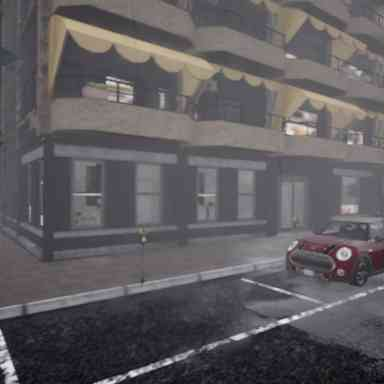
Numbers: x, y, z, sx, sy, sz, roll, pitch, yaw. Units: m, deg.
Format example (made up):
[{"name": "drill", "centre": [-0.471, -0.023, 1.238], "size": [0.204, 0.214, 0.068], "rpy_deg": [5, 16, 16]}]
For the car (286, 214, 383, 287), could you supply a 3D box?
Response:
[{"name": "car", "centre": [4.482, 1.445, 9.290], "size": [4.097, 1.590, 1.967], "rpy_deg": [0, 0, -36]}]
